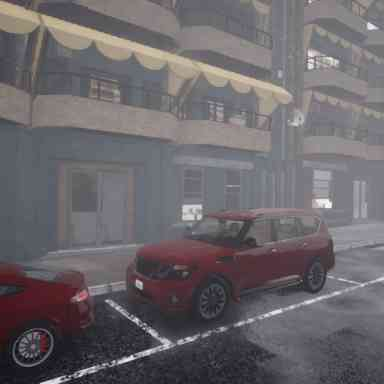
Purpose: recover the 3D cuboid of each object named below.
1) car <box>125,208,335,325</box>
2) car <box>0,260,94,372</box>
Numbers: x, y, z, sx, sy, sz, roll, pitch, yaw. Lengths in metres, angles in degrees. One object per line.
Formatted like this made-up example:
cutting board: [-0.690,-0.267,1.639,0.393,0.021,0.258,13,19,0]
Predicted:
car: [1.114,1.318,7.335,5.009,1.841,2.192,0,1,-35]
car: [-3.384,1.582,4.131,4.206,1.307,1.802,0,1,-35]
